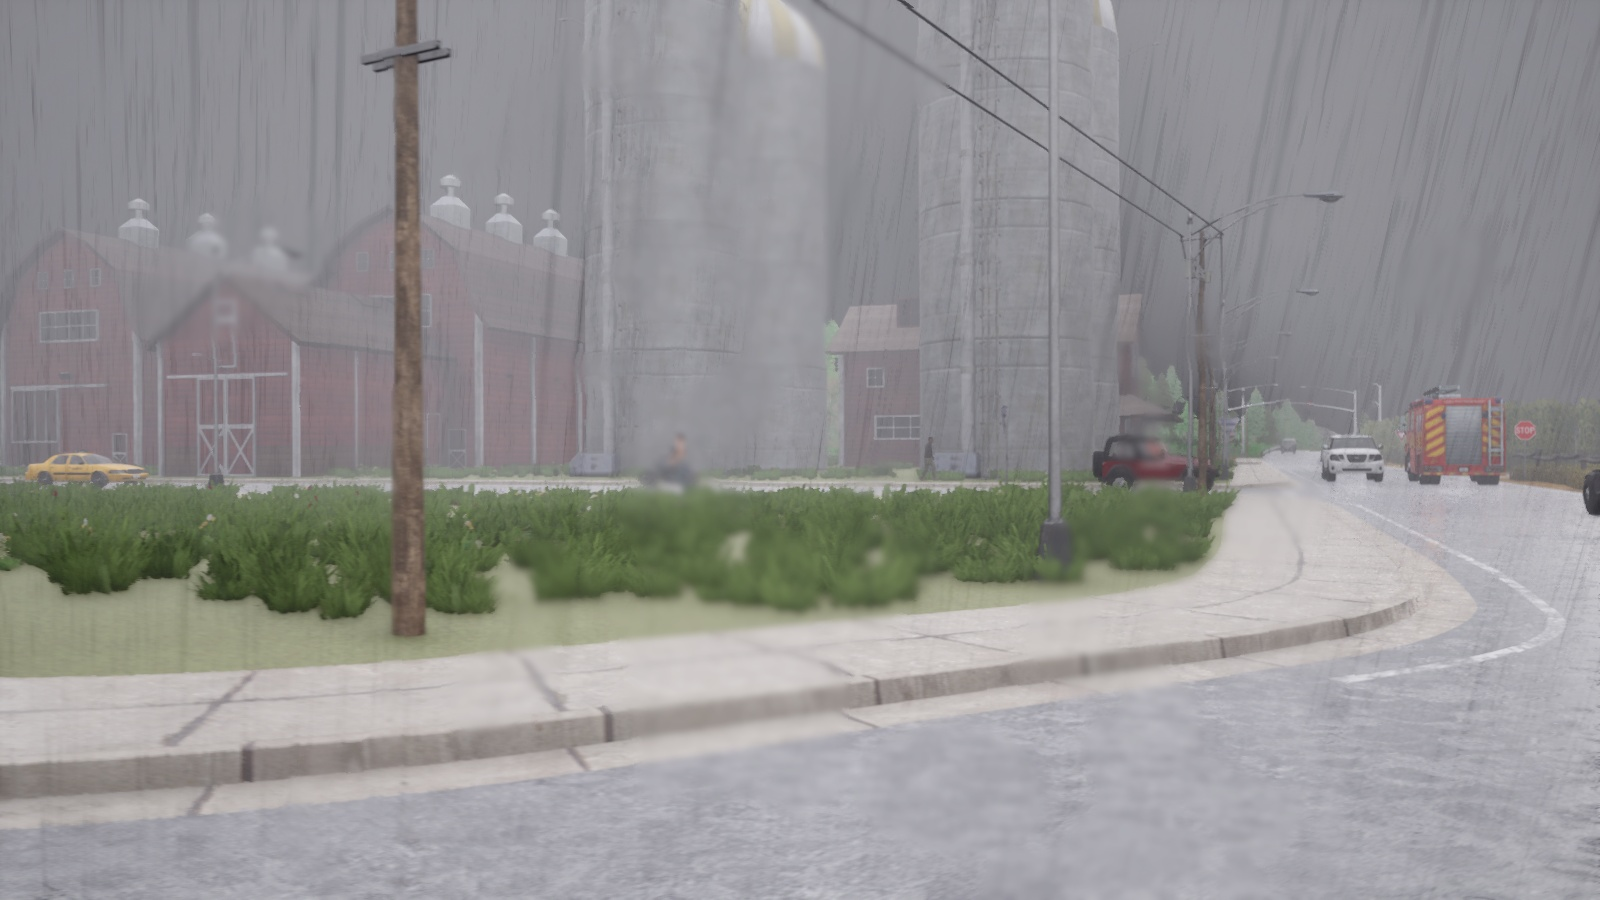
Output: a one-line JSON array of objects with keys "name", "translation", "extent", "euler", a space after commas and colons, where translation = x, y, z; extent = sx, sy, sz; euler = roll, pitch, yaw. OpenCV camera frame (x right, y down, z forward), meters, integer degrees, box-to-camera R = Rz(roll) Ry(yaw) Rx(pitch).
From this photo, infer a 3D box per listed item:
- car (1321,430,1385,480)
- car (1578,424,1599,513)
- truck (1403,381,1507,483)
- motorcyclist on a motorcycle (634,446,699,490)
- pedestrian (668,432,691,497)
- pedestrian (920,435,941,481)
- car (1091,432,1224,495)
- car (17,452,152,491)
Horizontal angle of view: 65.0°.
[{"name": "car", "translation": [24.215, 0.203, 55.186], "extent": [2.150, 2.045, 5.566], "euler": [0, 0, 19]}, {"name": "car", "translation": [17.746, 0.394, 26.084], "extent": [1.905, 1.878, 3.866], "euler": [0, 0, 19]}, {"name": "truck", "translation": [26.687, -0.694, 51.533], "extent": [2.891, 3.827, 8.468], "euler": [0, 0, 22]}, {"name": "motorcyclist on a motorcycle", "translation": [-5.137, 0.696, 48.288], "extent": [2.350, 1.649, 0.766], "euler": [-1, 0, 18]}, {"name": "pedestrian", "translation": [-3.414, 0.413, 35.627], "extent": [0.594, 1.836, 0.345], "euler": [0, 0, -1]}, {"name": "pedestrian", "translation": [5.222, 0.310, 50.285], "extent": [0.703, 1.840, 0.431], "euler": [0, 0, 27]}, {"name": "car", "translation": [11.154, 0.423, 39.180], "extent": [3.866, 1.878, 1.905], "euler": [0, 0, 18]}, {"name": "car", "translation": [-30.159, 0.887, 52.942], "extent": [5.366, 1.575, 1.801], "euler": [0, 0, 18]}]
